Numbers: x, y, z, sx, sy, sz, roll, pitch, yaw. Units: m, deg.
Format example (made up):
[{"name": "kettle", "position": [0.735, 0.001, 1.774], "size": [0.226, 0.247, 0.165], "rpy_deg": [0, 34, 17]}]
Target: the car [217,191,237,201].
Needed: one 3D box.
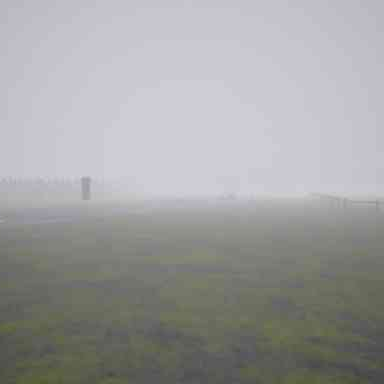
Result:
[{"name": "car", "position": [6.073, 0.589, 57.140], "size": [2.097, 1.767, 4.553], "rpy_deg": [0, 1, 31]}]
